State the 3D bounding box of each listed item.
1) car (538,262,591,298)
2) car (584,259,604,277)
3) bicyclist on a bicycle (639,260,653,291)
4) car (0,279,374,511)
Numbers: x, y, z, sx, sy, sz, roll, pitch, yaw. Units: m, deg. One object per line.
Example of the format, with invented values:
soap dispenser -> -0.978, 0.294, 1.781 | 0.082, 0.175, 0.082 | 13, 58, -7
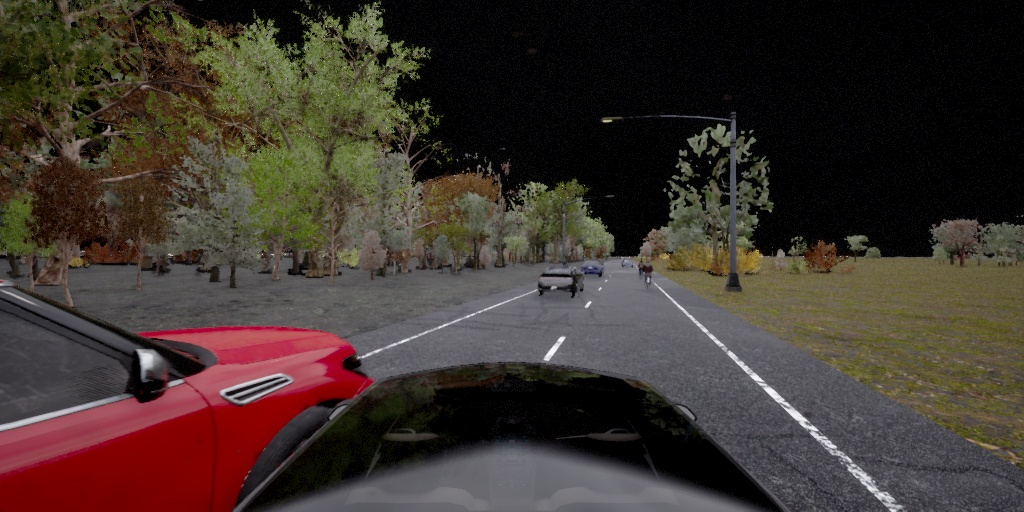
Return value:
car -> 2.656, 1.244, 18.722 | 2.128, 1.511, 4.902 | 0, 0, 18
car -> 8.079, 1.108, 35.905 | 2.097, 1.767, 4.553 | 0, 0, 18
bicyclist on a bicycle -> 7.991, 1.124, 21.122 | 0.659, 1.776, 1.843 | 0, 0, 17
car -> -2.901, 0.969, 1.119 | 2.150, 2.045, 5.566 | 0, 0, 18
